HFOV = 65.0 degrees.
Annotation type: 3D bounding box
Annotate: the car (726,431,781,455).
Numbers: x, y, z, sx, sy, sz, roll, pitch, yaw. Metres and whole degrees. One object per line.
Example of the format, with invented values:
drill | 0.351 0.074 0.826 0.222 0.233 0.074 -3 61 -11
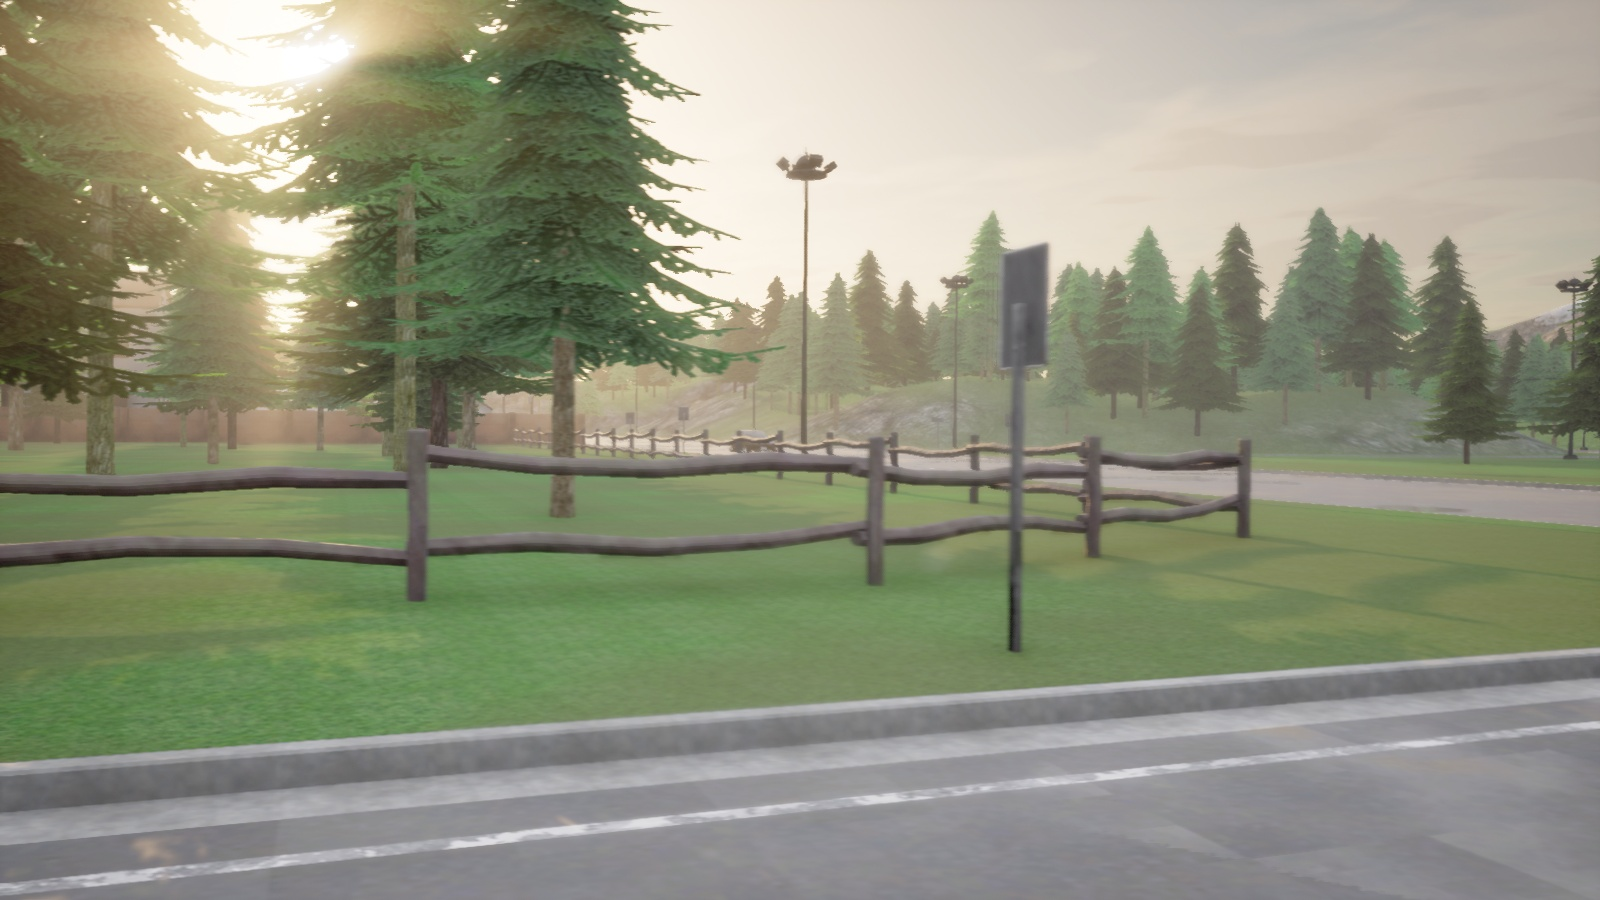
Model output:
car | -3.032 -0.484 80.961 2.163 1.488 4.792 -1 1 -20
